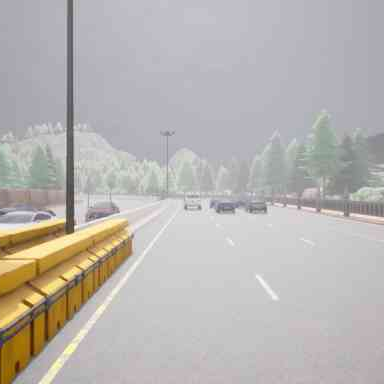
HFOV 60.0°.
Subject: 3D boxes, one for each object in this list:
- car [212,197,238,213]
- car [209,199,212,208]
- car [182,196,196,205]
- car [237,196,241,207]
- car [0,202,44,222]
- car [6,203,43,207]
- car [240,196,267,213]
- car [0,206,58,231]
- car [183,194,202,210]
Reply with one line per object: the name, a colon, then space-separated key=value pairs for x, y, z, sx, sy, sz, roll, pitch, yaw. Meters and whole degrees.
car: x=3.605 y=1.478 z=37.013 sx=1.882 sy=1.535 sz=5.008 roll=0 pitch=0 yaw=0
car: x=3.523 y=1.478 z=47.485 sx=1.882 sy=1.535 sz=5.008 roll=0 pitch=0 yaw=0
car: x=-0.529 y=1.491 z=58.742 sx=2.128 sy=1.511 sz=4.902 roll=0 pitch=0 yaw=-5
car: x=7.015 y=1.352 z=46.952 sx=2.097 sy=1.767 sz=4.553 roll=0 pitch=0 yaw=0
car: x=-14.052 y=1.564 z=27.191 sx=1.994 sy=1.385 sz=4.181 roll=0 pitch=0 yaw=0
car: x=-10.496 y=1.564 z=21.777 sx=1.994 sy=1.385 sz=4.181 roll=0 pitch=0 yaw=0
car: x=7.073 y=1.491 z=37.052 sx=2.128 sy=1.511 sz=4.902 roll=0 pitch=0 yaw=0
car: x=-7.063 y=1.526 z=13.900 sx=1.812 sy=1.442 sz=4.674 roll=0 pitch=0 yaw=0
car: x=0.097 y=1.221 z=44.193 sx=2.150 sy=2.045 sz=5.566 roll=0 pitch=0 yaw=0
